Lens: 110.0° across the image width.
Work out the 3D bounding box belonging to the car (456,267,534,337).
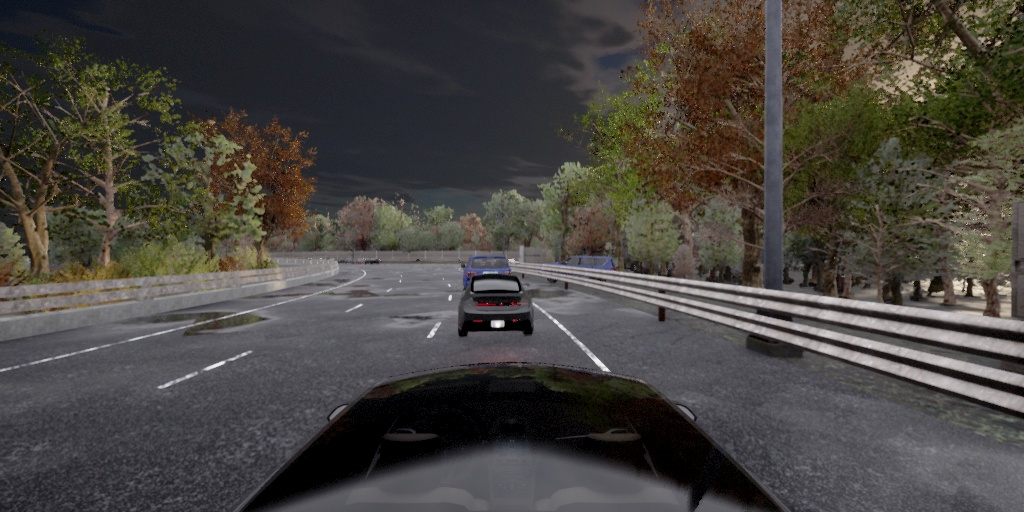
[{"bbox_3d":[-0.535,1.247,10.316,1.837,1.490,4.892,0,0,-5],"label":"car"}]

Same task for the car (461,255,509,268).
[{"bbox_3d":[-1.314,0.957,17.803,2.150,2.045,5.566,0,0,-9],"label":"car"}]

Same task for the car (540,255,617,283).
[{"bbox_3d":[4.830,0.969,26.128,5.566,2.045,2.150,3,1,13],"label":"car"}]
